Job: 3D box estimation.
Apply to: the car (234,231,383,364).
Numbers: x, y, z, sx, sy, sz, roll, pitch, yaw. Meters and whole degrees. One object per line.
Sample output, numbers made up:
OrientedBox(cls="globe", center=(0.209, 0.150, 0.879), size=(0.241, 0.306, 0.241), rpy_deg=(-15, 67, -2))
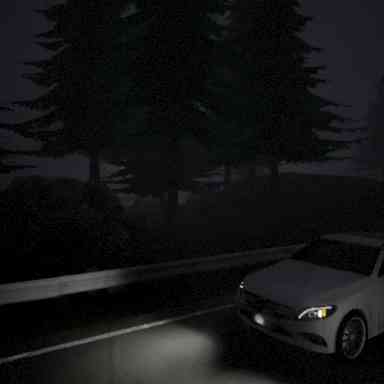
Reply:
OrientedBox(cls="car", center=(2.893, 1.466, 5.827), size=(4.674, 1.442, 1.812), rpy_deg=(0, 1, -33))
